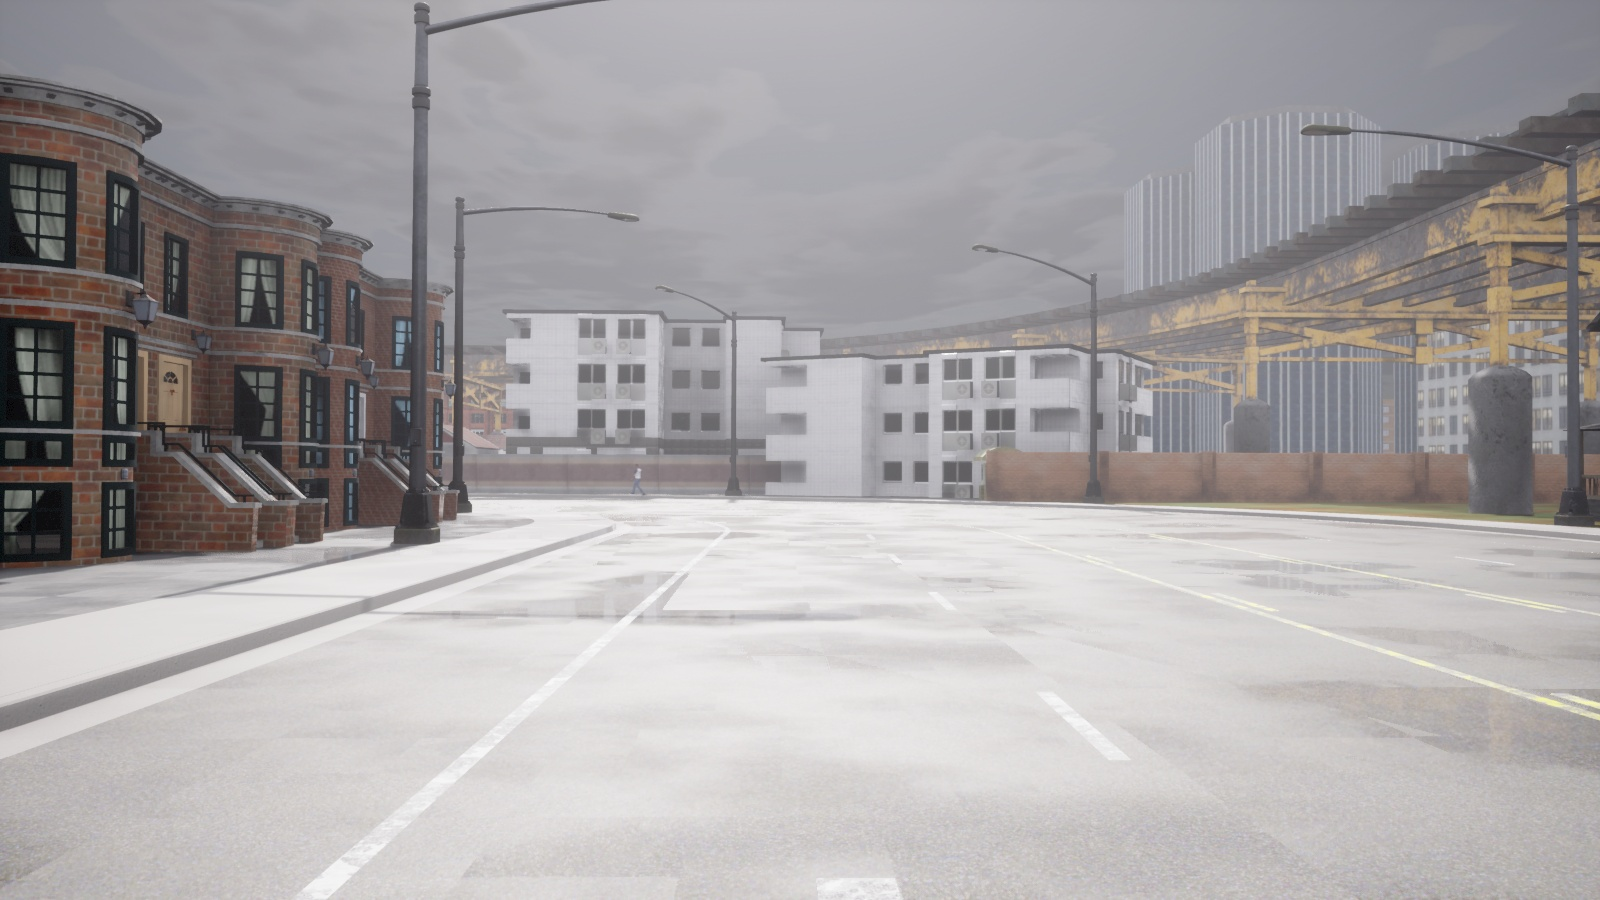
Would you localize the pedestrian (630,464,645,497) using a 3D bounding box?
[{"bbox_3d":[-9.068,1.679,70.043,0.706,1.836,0.354,-1,-1,22],"label":"pedestrian"}]
